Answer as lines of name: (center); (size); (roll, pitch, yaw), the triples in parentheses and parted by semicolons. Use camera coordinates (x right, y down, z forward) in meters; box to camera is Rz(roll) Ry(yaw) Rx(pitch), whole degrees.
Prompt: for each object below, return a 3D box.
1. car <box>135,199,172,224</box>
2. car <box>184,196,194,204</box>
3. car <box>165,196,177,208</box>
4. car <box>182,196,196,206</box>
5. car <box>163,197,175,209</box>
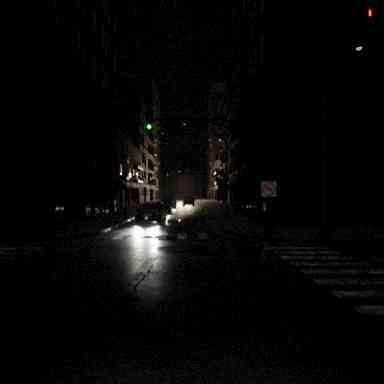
car: (-3.031, 1.507, 25.235); (2.128, 1.511, 4.902); (0, 0, 3)
car: (-0.623, 1.544, 64.322); (1.837, 1.490, 4.892); (0, 0, -1)
car: (-3.288, 1.380, 46.747); (2.097, 1.767, 4.553); (0, 0, 0)
car: (-0.522, 1.536, 53.904); (1.837, 1.490, 4.892); (0, 0, -1)
car: (-3.180, 1.585, 35.241); (1.994, 1.385, 4.181); (0, 0, -1)
